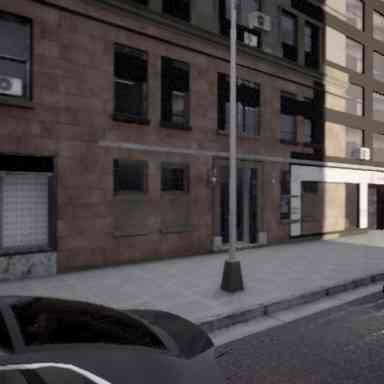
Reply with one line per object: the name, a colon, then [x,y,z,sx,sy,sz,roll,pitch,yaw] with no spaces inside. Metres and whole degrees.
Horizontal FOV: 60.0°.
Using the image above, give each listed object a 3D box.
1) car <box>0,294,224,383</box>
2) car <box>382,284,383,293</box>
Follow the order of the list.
car: [-1.954,1.500,1.628,4.892,1.490,1.837,1,0,-36]
car: [6.021,1.631,7.307,4.181,1.385,1.994,1,0,-35]
